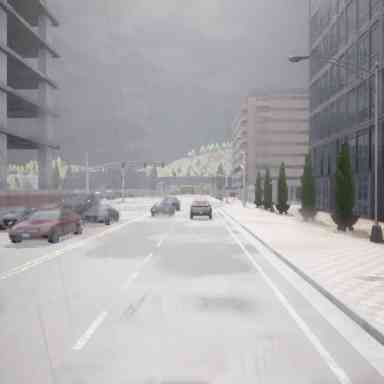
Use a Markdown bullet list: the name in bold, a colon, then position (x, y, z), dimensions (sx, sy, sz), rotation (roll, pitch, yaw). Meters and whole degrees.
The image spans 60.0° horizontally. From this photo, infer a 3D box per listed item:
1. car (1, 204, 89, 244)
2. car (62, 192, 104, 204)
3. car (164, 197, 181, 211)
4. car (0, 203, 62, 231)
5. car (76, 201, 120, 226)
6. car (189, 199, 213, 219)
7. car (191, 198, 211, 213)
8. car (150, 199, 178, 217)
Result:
- **car**: position (-6.733, 1.525, 15.908), dimensions (1.812, 1.442, 4.674), rotation (0, 0, 1)
- **car**: position (-9.868, 1.221, 29.196), dimensions (2.150, 2.045, 5.566), rotation (0, 0, 2)
- **car**: position (-2.528, 1.352, 40.613), dimensions (2.097, 1.767, 4.553), rotation (0, 0, 1)
- **car**: position (-10.056, 1.564, 20.531), dimensions (1.994, 1.385, 4.181), rotation (0, 0, 2)
- **car**: position (-6.447, 1.602, 23.534), dimensions (1.994, 1.385, 4.181), rotation (0, 0, 1)
- **car**: position (0.791, 1.492, 29.098), dimensions (2.128, 1.511, 4.902), rotation (0, 0, 1)
- **car**: position (1.022, 1.491, 38.505), dimensions (2.128, 1.511, 4.902), rotation (0, 0, 1)
- **car**: position (-2.693, 1.601, 31.629), dimensions (1.895, 1.301, 4.718), rotation (0, 0, 2)
